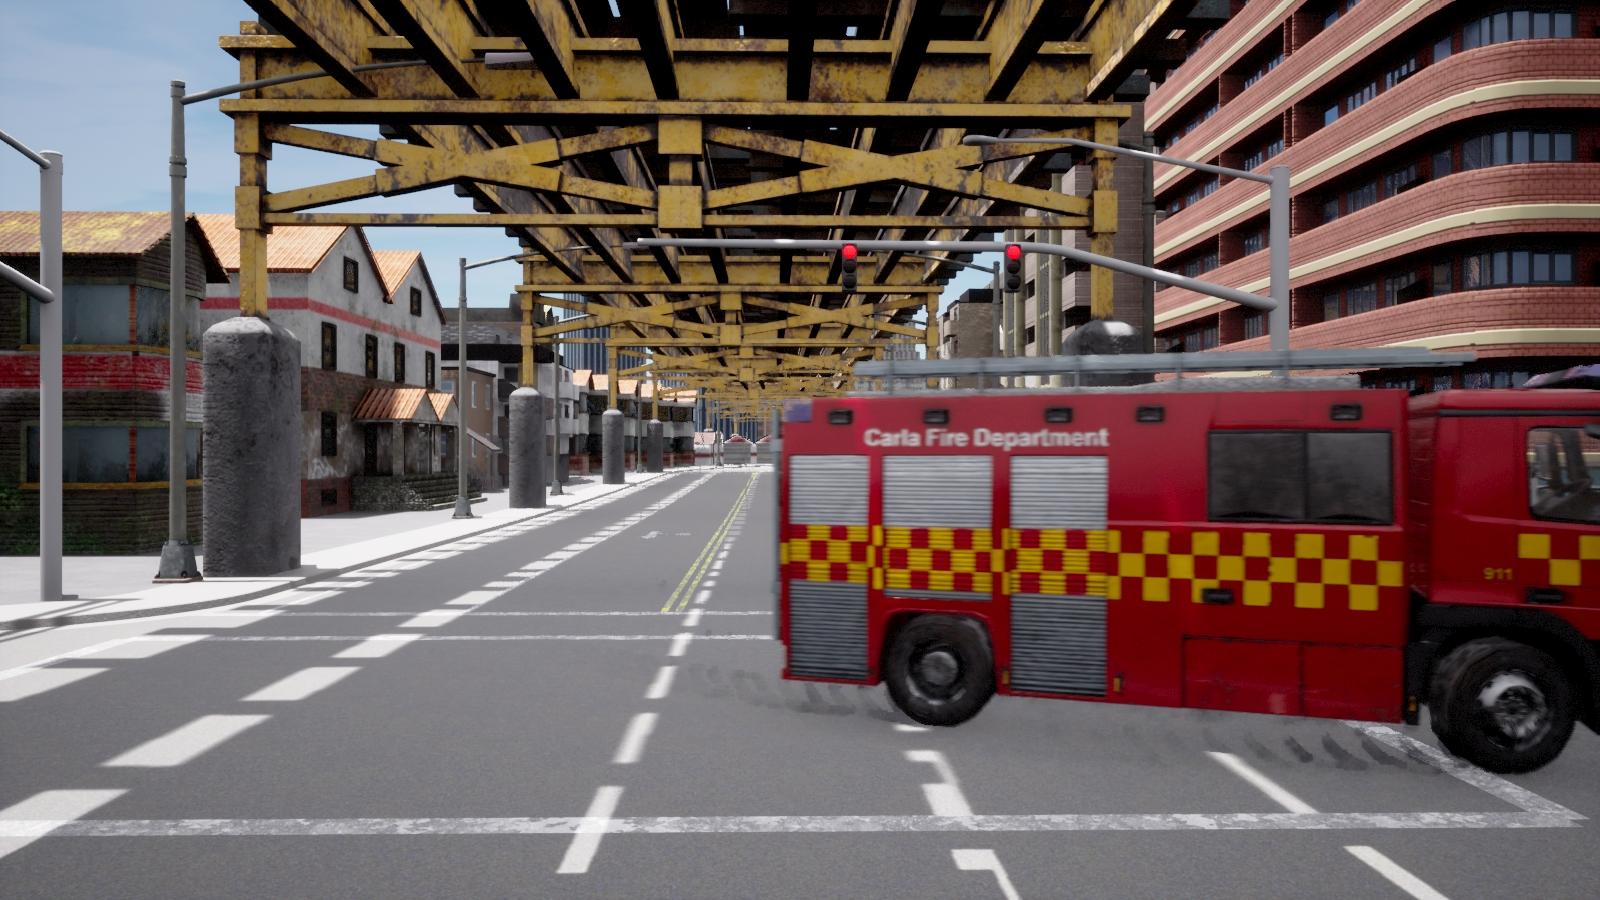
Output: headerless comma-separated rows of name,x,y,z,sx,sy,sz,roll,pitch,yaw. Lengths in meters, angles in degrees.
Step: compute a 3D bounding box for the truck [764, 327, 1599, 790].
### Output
truck,4.104,0.890,11.873,8.468,3.827,2.891,0,0,20
